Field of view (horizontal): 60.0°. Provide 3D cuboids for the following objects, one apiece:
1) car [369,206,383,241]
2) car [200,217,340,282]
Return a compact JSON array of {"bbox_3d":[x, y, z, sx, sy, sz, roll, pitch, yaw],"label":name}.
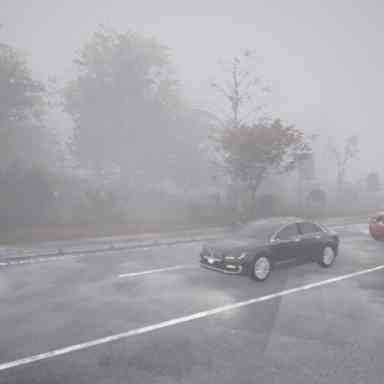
[{"bbox_3d":[10.697,1.251,15.797,5.566,2.045,2.150,0,0,-35],"label":"car"},{"bbox_3d":[2.473,1.538,9.980,4.892,1.490,1.837,0,0,-35],"label":"car"}]
